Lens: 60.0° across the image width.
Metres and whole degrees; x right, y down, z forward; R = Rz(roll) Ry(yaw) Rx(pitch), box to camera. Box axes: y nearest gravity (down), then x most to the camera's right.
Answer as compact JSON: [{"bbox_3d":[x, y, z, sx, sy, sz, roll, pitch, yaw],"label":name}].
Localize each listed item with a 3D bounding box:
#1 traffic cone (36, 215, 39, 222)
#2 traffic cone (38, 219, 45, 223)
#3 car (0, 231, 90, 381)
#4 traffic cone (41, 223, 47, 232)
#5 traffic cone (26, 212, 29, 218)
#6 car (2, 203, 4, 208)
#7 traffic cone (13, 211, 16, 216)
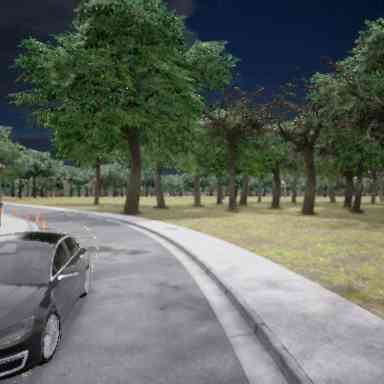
[{"bbox_3d":[-11.993,2.049,25.816,0.340,0.580,0.340,0,0,-32],"label":"traffic cone"},{"bbox_3d":[-9.659,2.040,21.662,0.340,0.580,0.340,0,0,-27],"label":"traffic cone"},{"bbox_3d":[-2.987,1.538,5.800,1.837,1.490,4.892,1,0,-8],"label":"car"},{"bbox_3d":[-7.728,2.030,17.305,0.340,0.580,0.340,0,0,-21],"label":"traffic cone"},{"bbox_3d":[-14.707,2.055,29.731,0.340,0.580,0.340,0,0,-37],"label":"traffic cone"},{"bbox_3d":[-29.118,1.735,48.561,4.718,1.301,1.895,0,0,44],"label":"car"},{"bbox_3d":[-17.813,2.060,33.463,0.340,0.580,0.340,0,0,-41],"label":"traffic cone"}]
